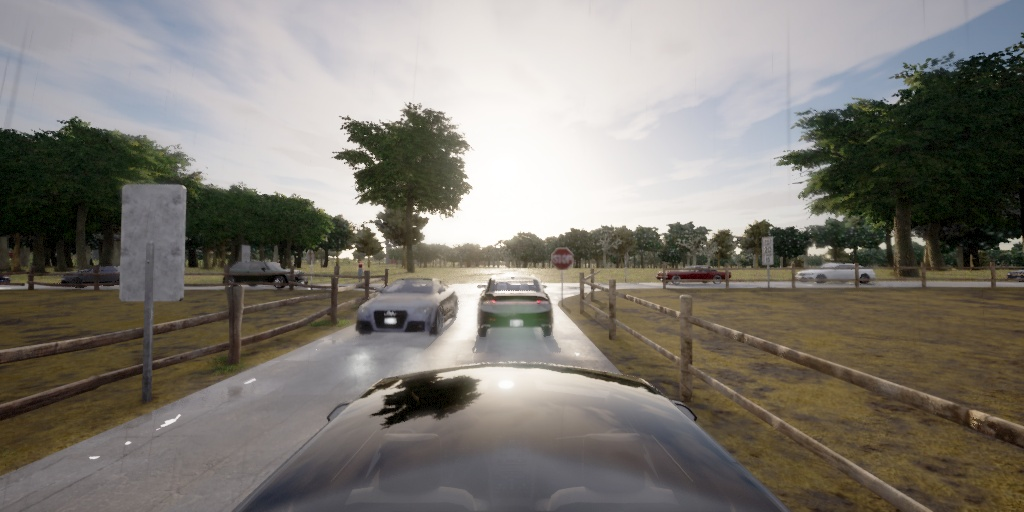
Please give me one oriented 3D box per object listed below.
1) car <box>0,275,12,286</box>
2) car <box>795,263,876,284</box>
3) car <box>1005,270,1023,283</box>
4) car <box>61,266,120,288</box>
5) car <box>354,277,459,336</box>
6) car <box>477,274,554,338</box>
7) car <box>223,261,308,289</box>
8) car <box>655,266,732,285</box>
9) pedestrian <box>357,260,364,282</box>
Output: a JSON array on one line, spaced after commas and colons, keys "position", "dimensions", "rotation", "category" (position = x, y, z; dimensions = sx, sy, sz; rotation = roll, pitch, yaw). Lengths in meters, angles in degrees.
[{"position": [-35.550, 1.309, 22.792], "dimensions": [5.357, 1.411, 2.033], "rotation": [0, -2, 0], "category": "car"}, {"position": [23.089, 1.233, 25.683], "dimensions": [4.674, 1.442, 1.812], "rotation": [0, -2, 4], "category": "car"}, {"position": [37.460, 1.152, 24.200], "dimensions": [5.357, 1.411, 2.033], "rotation": [0, -2, 10], "category": "car"}, {"position": [-25.098, 1.314, 22.814], "dimensions": [5.357, 1.411, 2.033], "rotation": [0, -2, 0], "category": "car"}, {"position": [-2.793, 1.327, 10.358], "dimensions": [1.994, 1.385, 4.181], "rotation": [0, 0, 1], "category": "car"}, {"position": [0.028, 1.255, 10.264], "dimensions": [2.128, 1.511, 4.902], "rotation": [0, 0, -2], "category": "car"}, {"position": [-15.524, 1.121, 22.802], "dimensions": [4.553, 1.767, 2.097], "rotation": [0, -2, 1], "category": "car"}, {"position": [12.932, 1.360, 25.804], "dimensions": [4.718, 1.301, 1.895], "rotation": [0, -2, -1], "category": "car"}, {"position": [-12.197, 1.187, 28.831], "dimensions": [0.375, 1.860, 0.375], "rotation": [0, -1, 0], "category": "pedestrian"}]
